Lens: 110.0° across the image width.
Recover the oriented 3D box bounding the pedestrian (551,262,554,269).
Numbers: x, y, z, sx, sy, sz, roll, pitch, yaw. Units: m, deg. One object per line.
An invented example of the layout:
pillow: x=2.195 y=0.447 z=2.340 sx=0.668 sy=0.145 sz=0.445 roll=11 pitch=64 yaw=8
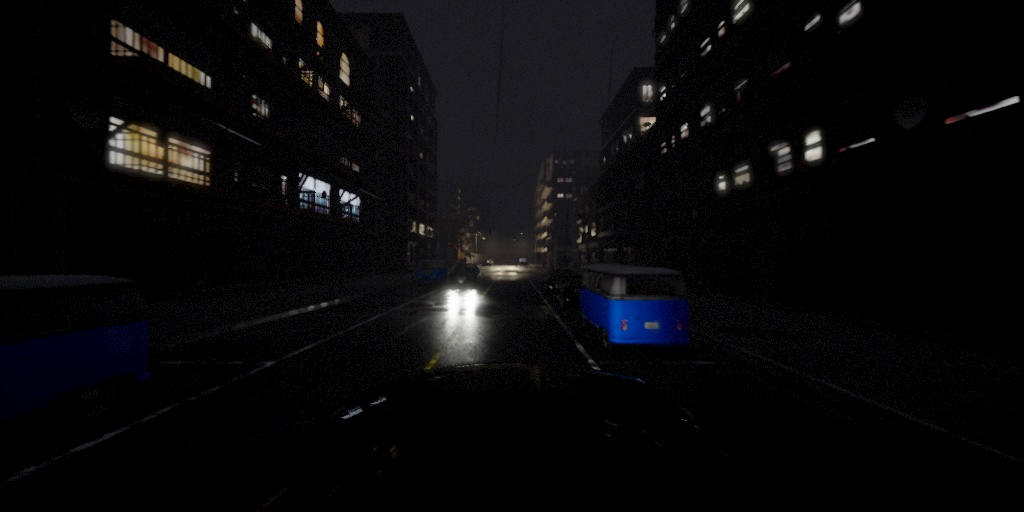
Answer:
pedestrian: x=6.168 y=1.441 z=54.469 sx=0.500 sy=1.100 sz=0.500 roll=0 pitch=0 yaw=0

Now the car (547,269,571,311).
car: x=2.700 y=1.351 z=14.425 sx=1.948 sy=1.339 sz=4.313 roll=0 pitch=0 yaw=0

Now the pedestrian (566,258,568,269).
pedestrian: x=8.168 y=1.108 z=53.870 sx=0.375 sy=1.860 sz=0.375 roll=0 pitch=0 yaw=0

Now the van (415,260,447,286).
van: x=-5.674 y=1.160 z=25.753 sx=1.690 sy=1.789 sz=3.998 roll=0 pitch=0 yaw=0

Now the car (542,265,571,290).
car: x=2.703 y=1.367 z=20.088 sx=1.948 sy=1.339 sz=4.313 roll=0 pitch=0 yaw=0

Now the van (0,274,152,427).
van: x=-5.687 y=1.095 z=3.106 sx=1.690 sy=1.789 sz=3.998 roll=0 pitch=0 yaw=0

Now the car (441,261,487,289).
car: x=-3.086 y=1.306 z=24.188 sx=2.128 sy=1.511 sz=4.902 roll=0 pitch=0 yaw=0

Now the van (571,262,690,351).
van: x=2.697 y=1.110 z=8.763 sx=1.690 sy=1.789 sz=3.998 roll=0 pitch=0 yaw=0
